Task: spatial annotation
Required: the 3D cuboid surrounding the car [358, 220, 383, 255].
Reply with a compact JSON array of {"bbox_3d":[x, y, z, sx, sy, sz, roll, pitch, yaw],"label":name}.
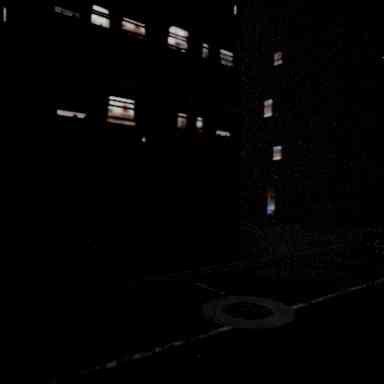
[{"bbox_3d":[7.874,1.589,12.316,4.403,1.369,2.008,0,1,-35],"label":"car"}]
